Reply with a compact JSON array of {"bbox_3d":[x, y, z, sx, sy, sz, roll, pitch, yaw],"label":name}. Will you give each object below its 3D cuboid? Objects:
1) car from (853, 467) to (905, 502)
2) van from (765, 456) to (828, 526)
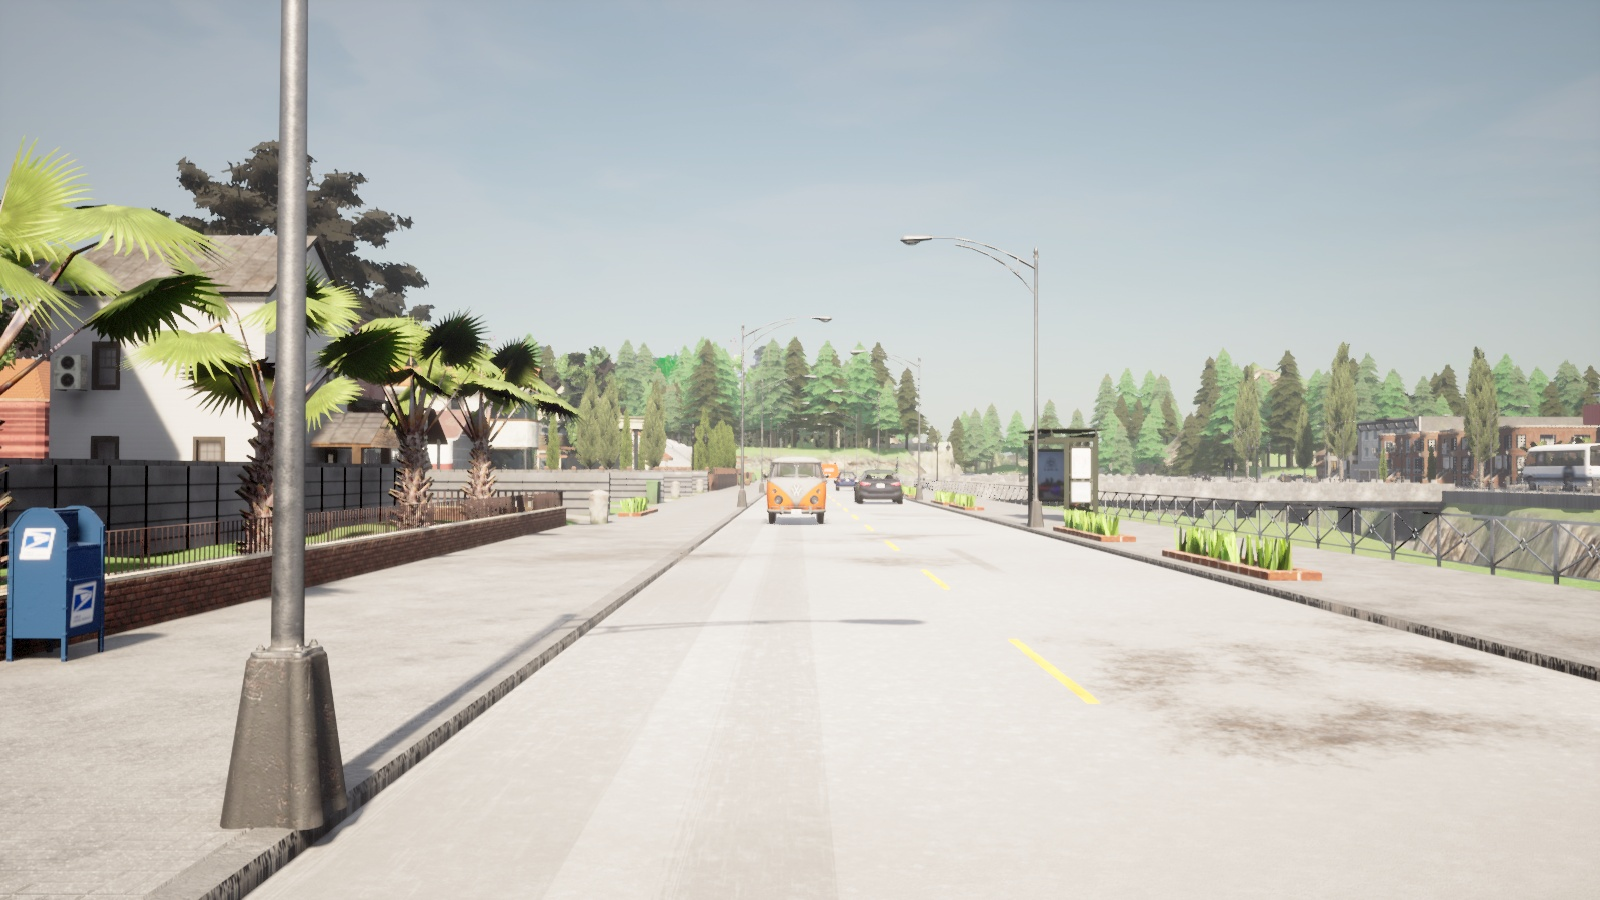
[{"bbox_3d":[3.843,1.685,61.903,2.242,1.667,4.611,0,-1,0],"label":"car"},{"bbox_3d":[-0.097,1.205,37.882,1.775,1.987,4.442,0,-1,0],"label":"van"}]
